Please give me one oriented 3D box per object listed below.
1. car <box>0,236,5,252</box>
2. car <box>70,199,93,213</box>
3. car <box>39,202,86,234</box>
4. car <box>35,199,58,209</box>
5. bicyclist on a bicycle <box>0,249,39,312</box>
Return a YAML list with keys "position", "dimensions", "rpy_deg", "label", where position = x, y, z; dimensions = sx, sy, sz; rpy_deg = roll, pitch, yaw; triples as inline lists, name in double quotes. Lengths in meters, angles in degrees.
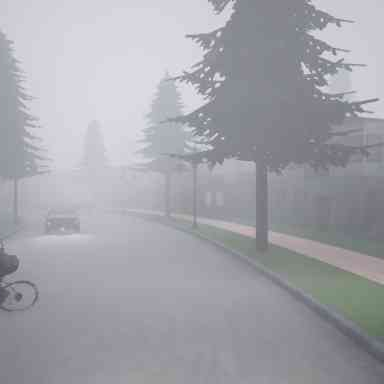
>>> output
- position: [-4.856, 1.252, 5.272]
  dimensions: [1.994, 1.385, 4.181]
  rpy_deg: [-37, 7, -6]
  label: "car"
- position: [-12.323, 1.477, 36.042]
  dimensions: [1.882, 1.535, 5.008]
  rpy_deg: [0, 0, -36]
  label: "car"
- position: [-7.700, 1.547, 19.829]
  dimensions: [2.033, 1.411, 5.357]
  rpy_deg: [0, 0, -21]
  label: "car"
- position: [-19.085, 1.601, 44.034]
  dimensions: [4.718, 1.301, 1.895]
  rpy_deg: [0, 0, 45]
  label: "car"
- position: [-3.580, 1.504, 5.813]
  dimensions: [1.656, 1.620, 0.582]
  rpy_deg: [-1, 19, -28]
  label: "bicyclist on a bicycle"
